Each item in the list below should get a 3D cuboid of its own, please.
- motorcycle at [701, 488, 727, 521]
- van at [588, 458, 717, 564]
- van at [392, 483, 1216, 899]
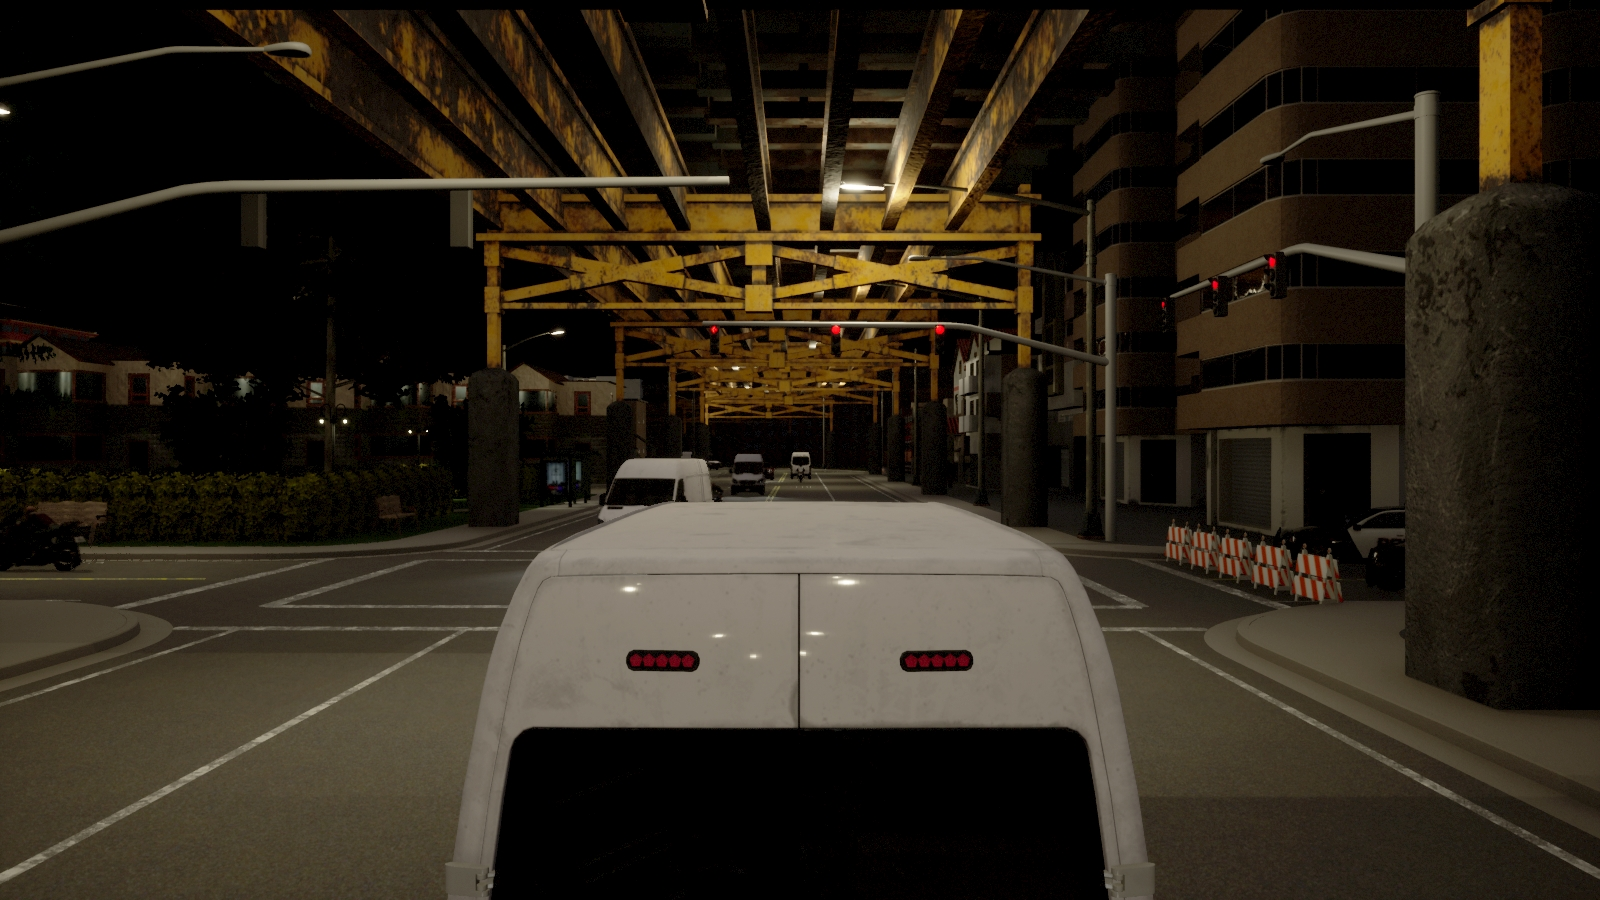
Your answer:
[{"bbox_3d":[-3.464,2.184,46.127,0.867,1.254,2.209,0,0,0],"label":"motorcycle"},{"bbox_3d":[-3.858,1.521,31.083,1.988,2.561,5.915,0,0,8],"label":"van"},{"bbox_3d":[0.015,1.531,5.717,1.988,2.561,5.915,0,0,0],"label":"van"}]
